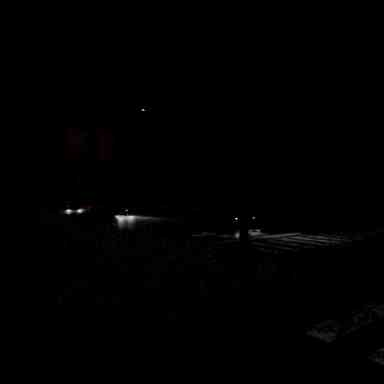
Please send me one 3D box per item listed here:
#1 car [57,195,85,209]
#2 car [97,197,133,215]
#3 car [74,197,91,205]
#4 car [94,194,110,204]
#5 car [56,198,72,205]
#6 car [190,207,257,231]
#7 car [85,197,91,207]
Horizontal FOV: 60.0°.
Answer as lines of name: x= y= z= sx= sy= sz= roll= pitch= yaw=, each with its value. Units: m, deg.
car: x=-18.538 y=1.518 z=50.267 sx=2.150 sy=2.045 sz=5.566 roll=0 pitch=0 yaw=-36
car: x=-7.977 y=1.614 z=35.364 sx=2.128 sy=1.511 sz=4.902 roll=0 pitch=0 yaw=-36
car: x=-21.798 y=1.758 z=66.151 sx=1.837 sy=1.490 sz=4.892 roll=0 pitch=0 yaw=-36
car: x=-15.847 y=1.441 z=57.840 sx=2.150 sy=2.045 sz=5.566 roll=0 pitch=0 yaw=-35
car: x=-25.068 y=1.817 z=65.134 sx=1.994 sy=1.385 sz=4.181 roll=0 pitch=0 yaw=-36
car: x=1.929 y=1.657 z=21.526 sx=1.895 sy=1.301 sz=4.718 roll=0 pitch=0 yaw=-36
car: x=-18.930 y=1.817 z=56.570 sx=1.895 sy=1.301 sz=4.718 roll=0 pitch=0 yaw=-36
